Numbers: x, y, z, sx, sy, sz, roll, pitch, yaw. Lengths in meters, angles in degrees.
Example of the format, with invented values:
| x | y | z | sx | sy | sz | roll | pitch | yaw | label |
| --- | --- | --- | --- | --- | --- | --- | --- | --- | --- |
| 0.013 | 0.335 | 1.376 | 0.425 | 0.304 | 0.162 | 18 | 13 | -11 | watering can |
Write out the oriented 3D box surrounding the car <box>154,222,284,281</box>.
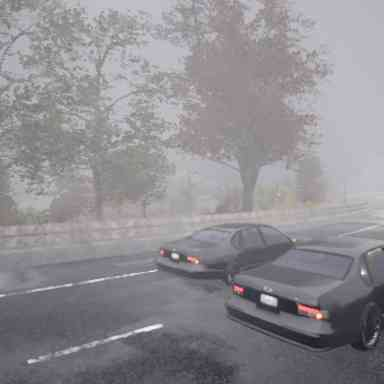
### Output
| x | y | z | sx | sy | sz | roll | pitch | yaw | label |
| --- | --- | --- | --- | --- | --- | --- | --- | --- | --- |
| 1.541 | 1.589 | 9.562 | 5.357 | 1.411 | 2.033 | 0 | 0 | -39 | car |

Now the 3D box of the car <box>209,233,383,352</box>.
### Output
| x | y | z | sx | sy | sz | roll | pitch | yaw | label |
| --- | --- | --- | --- | --- | --- | --- | --- | --- | --- |
| 3.028 | 1.573 | 6.256 | 5.357 | 1.411 | 2.033 | 0 | 0 | -39 | car |
